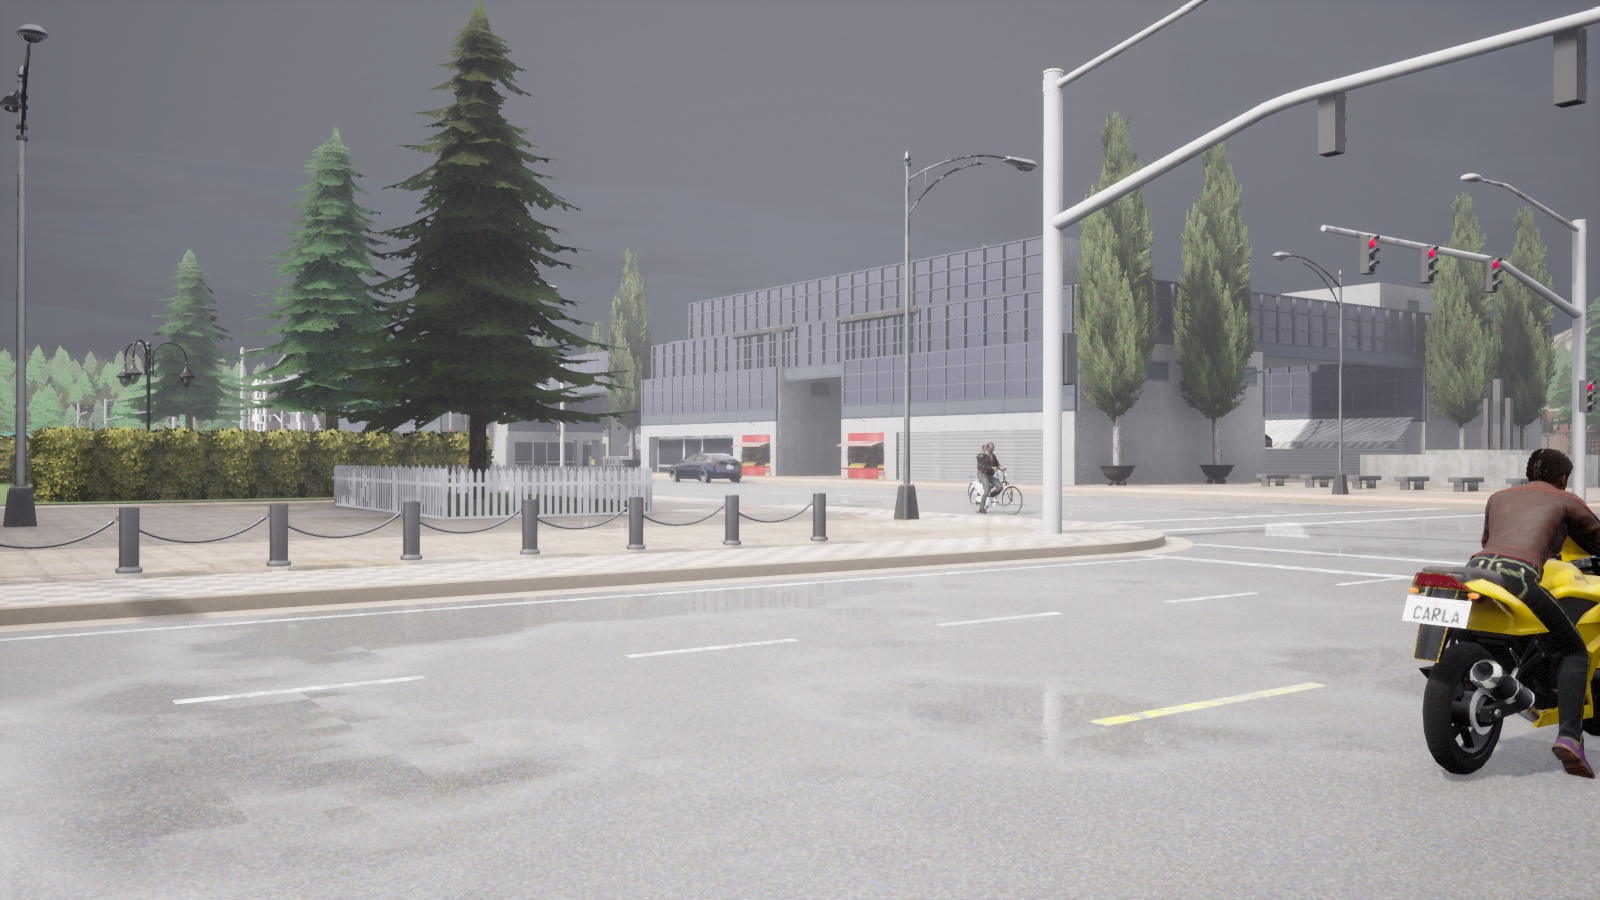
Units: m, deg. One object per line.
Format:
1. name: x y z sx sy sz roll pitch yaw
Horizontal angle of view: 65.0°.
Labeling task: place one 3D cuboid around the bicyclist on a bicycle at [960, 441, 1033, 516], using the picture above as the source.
1. bicyclist on a bicycle: 4.793 0.680 30.691 0.659 1.776 1.843 0 0 -35

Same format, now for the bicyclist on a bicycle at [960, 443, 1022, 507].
1. bicyclist on a bicycle: 5.441 0.692 35.879 0.659 1.776 1.843 0 0 -35

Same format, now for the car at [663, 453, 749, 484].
1. car: -4.747 0.908 62.714 2.163 1.488 4.792 0 0 -35

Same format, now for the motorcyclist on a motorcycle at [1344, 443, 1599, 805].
1. motorcyclist on a motorcycle: 3.643 0.734 6.198 2.044 1.523 0.797 0 0 -35
